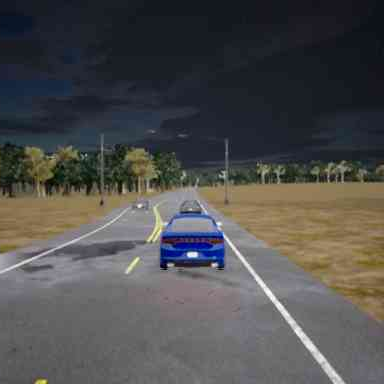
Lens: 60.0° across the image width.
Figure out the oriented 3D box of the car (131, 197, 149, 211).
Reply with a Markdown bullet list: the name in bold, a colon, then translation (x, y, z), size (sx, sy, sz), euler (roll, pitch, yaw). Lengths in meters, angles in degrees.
- **car**: translation (-6.160, 1.415, 39.837), size (2.128, 1.511, 4.902), euler (0, 0, -7)

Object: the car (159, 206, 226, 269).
- **car**: translation (0.010, 1.461, 11.110), size (1.882, 1.535, 5.008), euler (0, 0, 0)

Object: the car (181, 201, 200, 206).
- **car**: translation (-0.119, 1.515, 31.630), size (1.994, 1.385, 4.181), euler (0, 0, 0)
